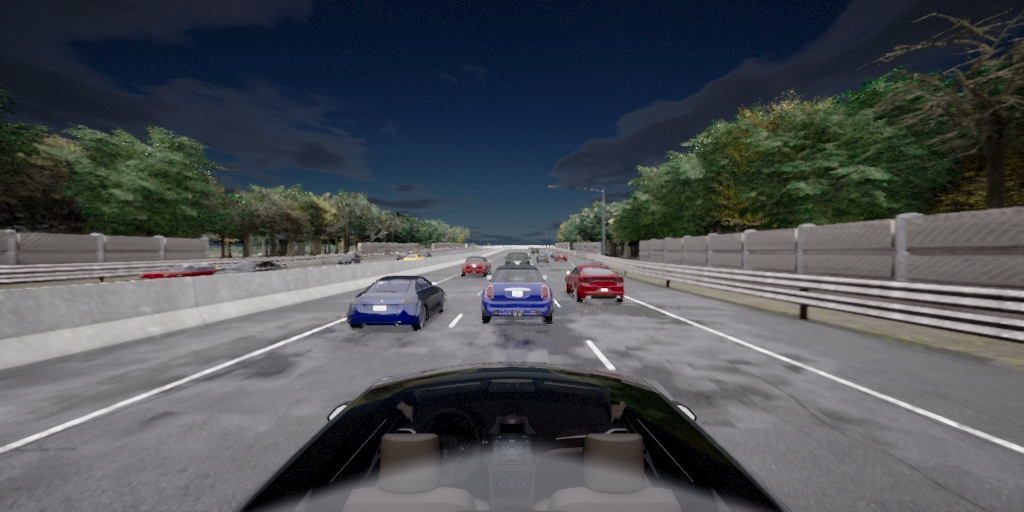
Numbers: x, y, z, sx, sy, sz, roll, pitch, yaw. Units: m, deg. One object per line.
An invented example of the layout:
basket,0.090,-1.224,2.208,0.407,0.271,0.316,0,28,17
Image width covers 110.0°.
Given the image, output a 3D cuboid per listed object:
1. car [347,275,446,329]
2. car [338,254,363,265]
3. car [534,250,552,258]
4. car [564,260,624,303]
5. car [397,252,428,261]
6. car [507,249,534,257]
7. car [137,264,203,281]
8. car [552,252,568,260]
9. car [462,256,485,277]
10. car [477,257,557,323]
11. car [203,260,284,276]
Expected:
car,-3.340,1.282,11.108,1.994,1.385,4.181,0,0,0
car,-22.830,0.518,50.887,1.837,1.490,4.892,0,1,-1
car,4.823,0.292,57.521,2.128,1.511,4.902,0,2,2
car,3.605,1.133,16.331,1.882,1.535,5.008,0,1,1
car,-13.149,0.562,47.512,1.882,1.535,5.008,0,1,2
car,0.507,0.648,31.194,2.150,2.045,5.566,0,1,1
car,-20.878,1.186,23.073,1.895,1.301,4.718,0,1,1
car,8.349,0.033,61.496,2.097,1.767,4.553,0,2,4
car,-2.995,0.785,30.964,2.097,1.767,4.553,0,1,1
car,0.170,1.062,12.181,2.097,1.767,4.553,0,0,0
car,-17.359,1.076,23.878,1.837,1.490,4.892,0,1,1
